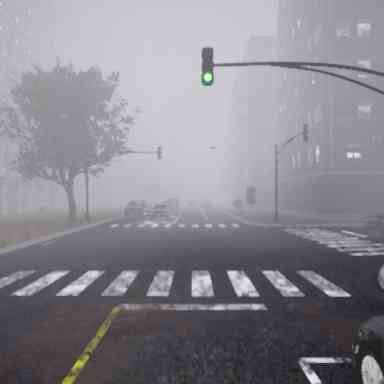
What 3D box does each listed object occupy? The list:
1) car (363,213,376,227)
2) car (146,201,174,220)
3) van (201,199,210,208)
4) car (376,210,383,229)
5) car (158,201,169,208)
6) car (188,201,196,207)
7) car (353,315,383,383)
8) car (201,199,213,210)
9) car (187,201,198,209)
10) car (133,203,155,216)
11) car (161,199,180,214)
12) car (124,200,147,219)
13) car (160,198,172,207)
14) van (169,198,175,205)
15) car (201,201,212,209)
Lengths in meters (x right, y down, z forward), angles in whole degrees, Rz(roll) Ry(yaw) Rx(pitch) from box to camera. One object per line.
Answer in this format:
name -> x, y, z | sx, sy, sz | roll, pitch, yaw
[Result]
car -> 13.422, 1.624, 21.544 | 4.403, 1.369, 2.008 | -1, 0, -1
car -> -3.105, 1.945, 33.165 | 1.837, 1.490, 4.892 | 0, -1, 0
van -> 2.677, 2.258, 67.658 | 1.690, 1.788, 3.998 | 0, -1, 0
car -> 13.481, 1.392, 18.948 | 4.553, 1.767, 2.097 | -1, -1, -1
car -> -5.703, 2.483, 67.654 | 1.947, 1.339, 4.313 | 0, -1, 0
car -> -0.012, 2.605, 74.121 | 1.895, 1.301, 4.718 | 0, -1, 0
car -> 2.688, 1.580, 2.136 | 2.008, 1.369, 4.403 | 0, -1, 0
car -> 2.680, 2.327, 56.610 | 1.947, 1.339, 4.313 | 0, -1, 0
car -> 0.081, 2.404, 63.445 | 2.033, 1.411, 5.357 | 0, -1, 0
car -> -5.699, 2.099, 40.042 | 1.947, 1.339, 4.313 | 0, -1, 0
car -> -3.102, 2.070, 43.371 | 2.128, 1.511, 4.902 | 0, -1, 0
car -> -5.698, 1.773, 34.523 | 2.192, 1.841, 5.009 | 0, -1, 0
car -> -5.704, 2.311, 73.179 | 2.192, 1.841, 5.009 | 0, -1, 0
van -> -5.708, 2.660, 95.268 | 1.690, 1.788, 3.998 | 0, -1, 0
car -> 2.679, 2.366, 62.303 | 1.752, 1.417, 4.829 | 0, -1, 0
